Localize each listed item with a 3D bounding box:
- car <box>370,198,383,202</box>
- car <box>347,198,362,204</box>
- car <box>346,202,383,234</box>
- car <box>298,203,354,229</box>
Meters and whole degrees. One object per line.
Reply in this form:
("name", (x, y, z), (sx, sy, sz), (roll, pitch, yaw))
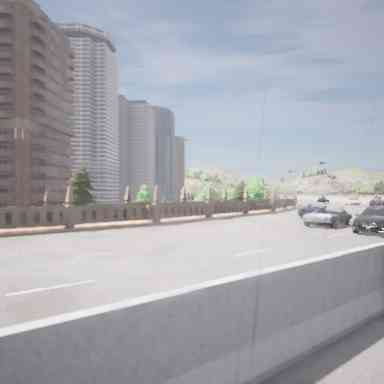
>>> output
("car", (31.310, 1.725, 55.966), (1.994, 1.385, 4.181), (0, 0, 17))
("car", (28.218, 1.696, 57.999), (1.812, 1.442, 4.674), (0, 0, 16))
("car", (10.559, 1.560, 18.691), (1.837, 1.490, 4.892), (0, 0, 42))
("car", (9.147, 1.673, 22.309), (1.895, 1.301, 4.718), (0, 0, 41))
